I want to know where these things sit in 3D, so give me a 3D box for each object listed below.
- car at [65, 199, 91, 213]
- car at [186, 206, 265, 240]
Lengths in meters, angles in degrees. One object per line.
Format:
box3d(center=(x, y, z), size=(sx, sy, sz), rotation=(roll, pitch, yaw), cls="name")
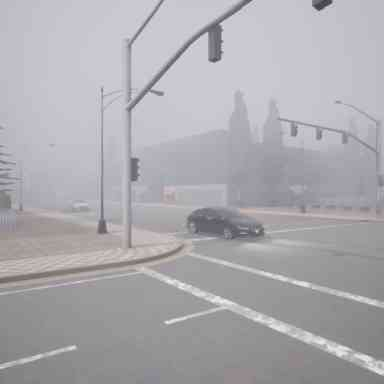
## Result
box3d(center=(-12.891, 1.522, 37.339), size=(1.812, 1.442, 4.674), rotation=(0, 0, -36), cls="car")
box3d(center=(1.553, 1.536, 17.107), size=(1.837, 1.490, 4.892), rotation=(0, 0, -36), cls="car")
